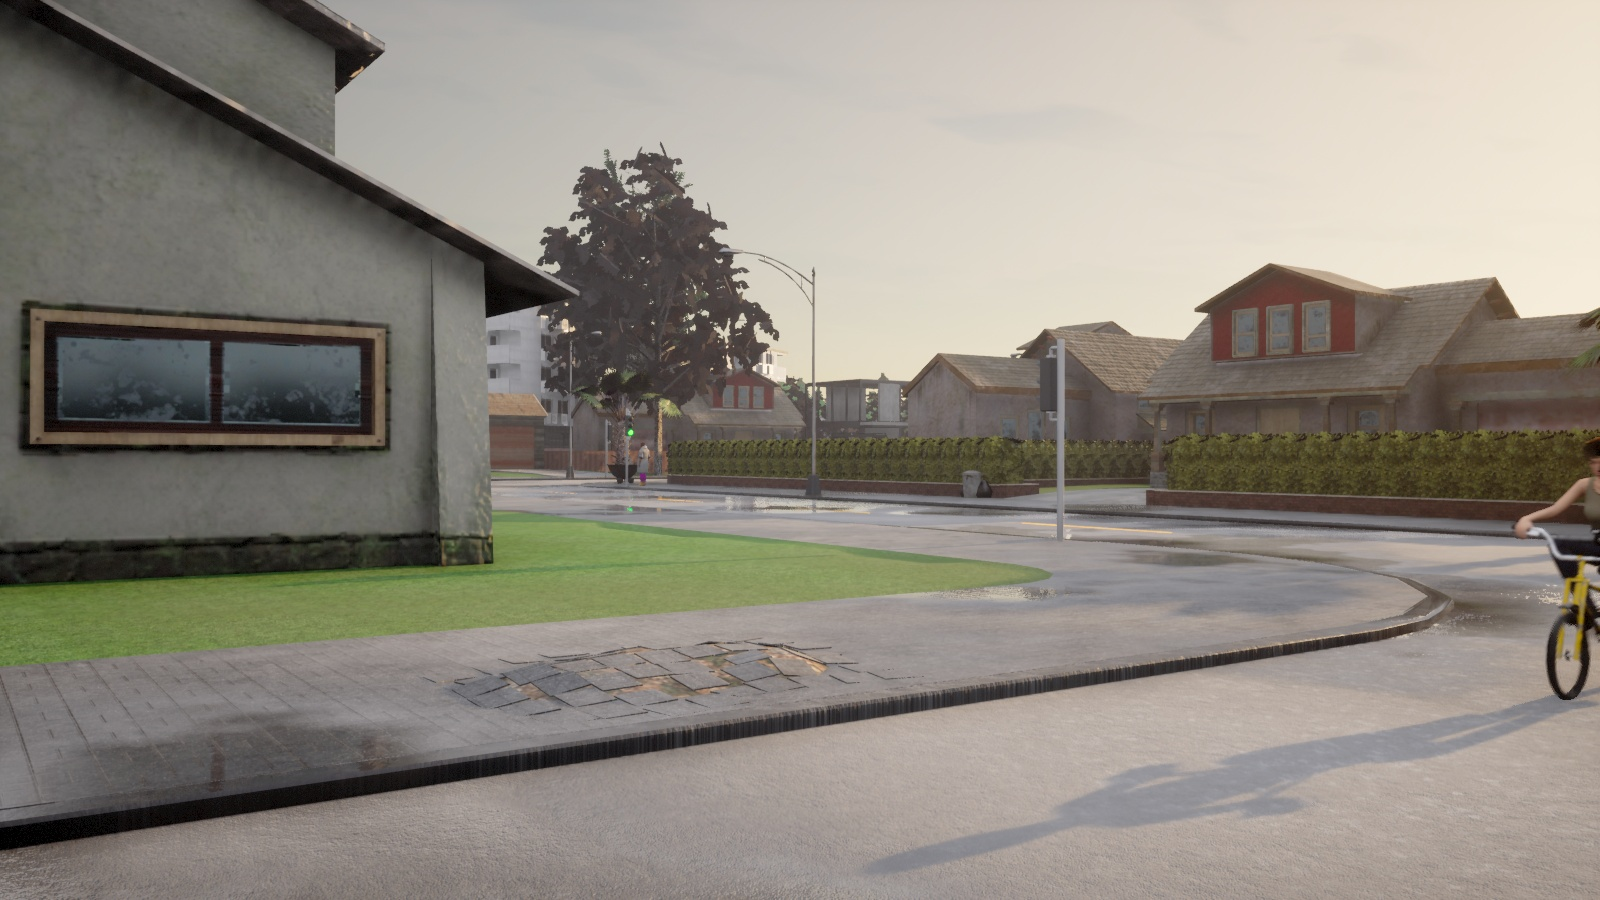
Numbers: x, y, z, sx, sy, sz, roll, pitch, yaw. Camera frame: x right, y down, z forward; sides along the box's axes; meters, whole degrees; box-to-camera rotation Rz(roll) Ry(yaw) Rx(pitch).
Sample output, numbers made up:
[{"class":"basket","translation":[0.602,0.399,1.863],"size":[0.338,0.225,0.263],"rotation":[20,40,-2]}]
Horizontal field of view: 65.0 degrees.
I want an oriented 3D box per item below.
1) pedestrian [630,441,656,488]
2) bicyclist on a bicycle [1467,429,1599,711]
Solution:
[{"class":"pedestrian","translation":[-6.603,0.598,52.738],"size":[0.873,1.952,0.659],"rotation":[0,0,35]},{"class":"bicyclist on a bicycle","translation":[4.994,0.690,7.879],"size":[1.509,1.612,0.866],"rotation":[0,-1,-37]}]
